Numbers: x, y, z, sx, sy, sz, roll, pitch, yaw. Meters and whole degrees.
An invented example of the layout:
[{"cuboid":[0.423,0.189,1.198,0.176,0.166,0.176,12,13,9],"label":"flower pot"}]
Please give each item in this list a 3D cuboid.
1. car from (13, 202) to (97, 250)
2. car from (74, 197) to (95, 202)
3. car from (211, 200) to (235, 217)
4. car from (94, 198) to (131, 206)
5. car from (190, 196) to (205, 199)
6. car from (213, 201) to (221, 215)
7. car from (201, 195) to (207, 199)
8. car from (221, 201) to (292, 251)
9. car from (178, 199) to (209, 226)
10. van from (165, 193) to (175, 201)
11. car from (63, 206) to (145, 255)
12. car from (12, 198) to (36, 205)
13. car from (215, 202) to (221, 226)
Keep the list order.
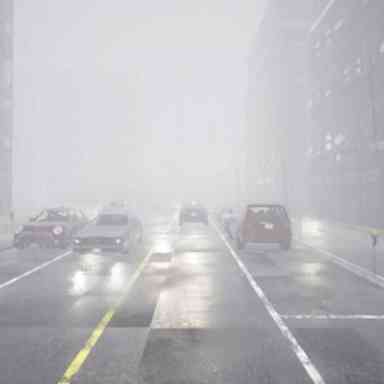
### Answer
[{"cuboid":[-5.675,1.403,13.976,1.967,1.590,4.097,1,0,0],"label":"car"},{"cuboid":[-18.704,1.561,59.292,4.313,1.339,1.947,0,0,0],"label":"car"},{"cuboid":[2.841,1.501,30.907,1.802,1.307,4.206,1,0,0],"label":"car"},{"cuboid":[-5.674,1.374,25.289,1.967,1.590,4.097,1,0,0],"label":"car"},{"cuboid":[0.105,1.445,38.228,2.033,1.411,5.357,0,0,0],"label":"car"},{"cuboid":[2.671,1.516,25.251,1.802,1.307,4.206,1,0,0],"label":"car"},{"cuboid":[2.709,1.315,80.331,1.752,1.417,4.829,1,0,0],"label":"car"},{"cuboid":[2.673,1.279,13.937,2.192,1.841,5.009,1,0,0],"label":"car"},{"cuboid":[0.102,1.442,23.097,2.163,1.488,4.792,0,0,0],"label":"car"},{"cuboid":[-5.668,1.130,80.200,1.690,1.788,3.998,1,0,0],"label":"van"},{"cuboid":[-3.099,1.512,13.461,2.033,1.411,5.357,0,0,0],"label":"car"},{"cuboid":[-30.045,1.637,59.341,4.206,1.307,1.802,0,0,0],"label":"car"},{"cuboid":[2.670,1.515,19.594,1.947,1.339,4.313,1,0,0],"label":"car"}]
